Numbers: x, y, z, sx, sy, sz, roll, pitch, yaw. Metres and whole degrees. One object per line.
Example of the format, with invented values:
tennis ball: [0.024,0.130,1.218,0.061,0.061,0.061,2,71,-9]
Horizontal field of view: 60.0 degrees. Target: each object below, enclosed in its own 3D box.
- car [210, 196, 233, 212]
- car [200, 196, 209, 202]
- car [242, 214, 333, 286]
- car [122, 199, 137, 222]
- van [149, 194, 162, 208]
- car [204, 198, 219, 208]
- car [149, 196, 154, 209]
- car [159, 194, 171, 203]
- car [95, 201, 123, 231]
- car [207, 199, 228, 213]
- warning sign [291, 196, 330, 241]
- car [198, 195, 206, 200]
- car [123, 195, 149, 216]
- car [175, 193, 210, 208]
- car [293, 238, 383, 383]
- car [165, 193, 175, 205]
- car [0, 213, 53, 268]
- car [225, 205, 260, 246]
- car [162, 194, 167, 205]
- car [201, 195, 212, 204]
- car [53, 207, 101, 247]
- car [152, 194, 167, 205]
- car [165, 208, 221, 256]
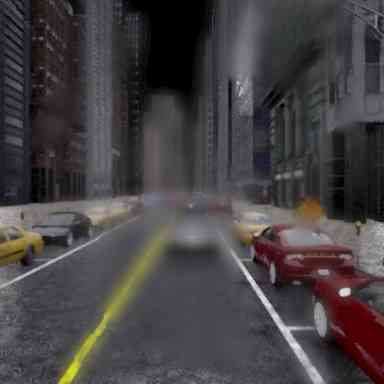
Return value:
car: [2.764,1.300,31.783,2.192,1.841,5.009,0,0,0]
car: [2.773,1.560,76.907,1.947,1.339,4.313,0,0,0]
car: [2.762,1.539,9.221,1.887,1.381,4.507,0,0,0]
car: [-5.761,1.512,25.967,1.752,1.417,4.829,0,0,0]
van: [-5.758,1.326,48.700,1.690,1.788,3.998,0,0,0]
car: [2.768,1.535,48.705,2.008,1.369,4.403,0,0,0]
car: [-5.759,1.510,37.248,1.752,1.417,4.829,0,0,0]
car: [-5.754,1.307,71.263,2.192,1.841,5.009,0,0,0]
car: [-5.762,1.514,20.326,1.752,1.417,4.829,0,0,0]
car: [2.766,1.535,37.424,2.008,1.369,4.403,0,0,0]
warning sign: [5.073,1.107,14.288,1.300,1.860,1.060,0,0,0]
car: [2.776,1.547,93.829,1.887,1.381,4.507,0,0,0]
car: [-5.761,1.300,31.778,2.192,1.841,5.009,0,0,0]
car: [0.037,1.209,26.846,2.150,2.045,5.566,0,0,1]
car: [2.761,1.542,3.581,1.887,1.381,4.507,0,0,0]
car: [-3.049,1.208,57.345,2.150,2.045,5.566,0,0,1]
car: [-5.763,1.520,9.045,1.752,1.417,4.829,0,0,0]
car: [2.762,1.516,15.032,1.752,1.417,4.829,0,0,0]
car: [-5.756,1.536,54.340,2.008,1.369,4.403,0,0,0]
car: [2.770,1.430,65.626,1.967,1.590,4.097,0,0,0]
car: [-5.763,1.557,14.855,1.947,1.339,4.313,0,0,0]
car: [-5.756,1.302,59.981,2.192,1.841,5.009,0,0,0]
car: [0.049,1.557,13.127,1.994,1.385,4.181,0,0,1]
